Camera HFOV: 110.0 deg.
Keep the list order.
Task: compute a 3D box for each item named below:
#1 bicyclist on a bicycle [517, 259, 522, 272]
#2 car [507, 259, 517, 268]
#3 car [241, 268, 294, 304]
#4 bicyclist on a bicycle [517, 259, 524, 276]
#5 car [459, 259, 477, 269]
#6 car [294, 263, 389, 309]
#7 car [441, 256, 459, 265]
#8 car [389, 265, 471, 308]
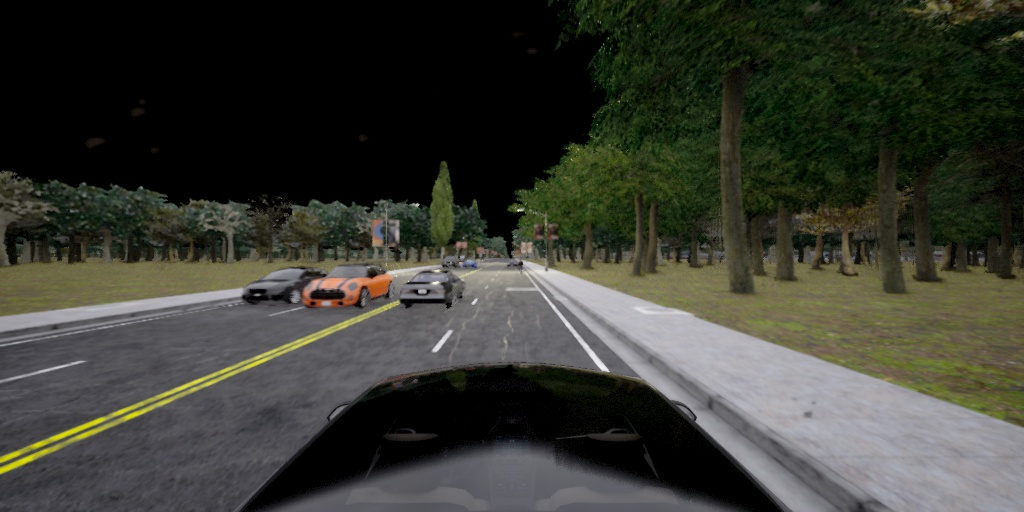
[{"bbox_3d":[0.886,1.218,45.244,0.582,1.620,1.656,0,0,0],"label":"bicyclist on a bicycle"},{"bbox_3d":[-0.011,1.375,64.169,1.895,1.301,4.718,0,0,0],"label":"car"},{"bbox_3d":[-9.852,1.257,16.285,1.837,1.490,4.892,0,0,0],"label":"car"},{"bbox_3d":[0.888,1.131,35.924,0.659,1.776,1.843,0,0,0],"label":"bicyclist on a bicycle"},{"bbox_3d":[-6.565,1.248,56.095,1.882,1.535,5.008,0,0,0],"label":"car"},{"bbox_3d":[-6.601,1.104,14.987,2.097,1.767,4.553,0,0,0],"label":"car"},{"bbox_3d":[-9.807,0.991,57.682,2.150,2.045,5.566,0,0,1],"label":"car"},{"bbox_3d":[-3.152,1.299,15.097,2.033,1.411,5.357,0,0,0],"label":"car"}]
